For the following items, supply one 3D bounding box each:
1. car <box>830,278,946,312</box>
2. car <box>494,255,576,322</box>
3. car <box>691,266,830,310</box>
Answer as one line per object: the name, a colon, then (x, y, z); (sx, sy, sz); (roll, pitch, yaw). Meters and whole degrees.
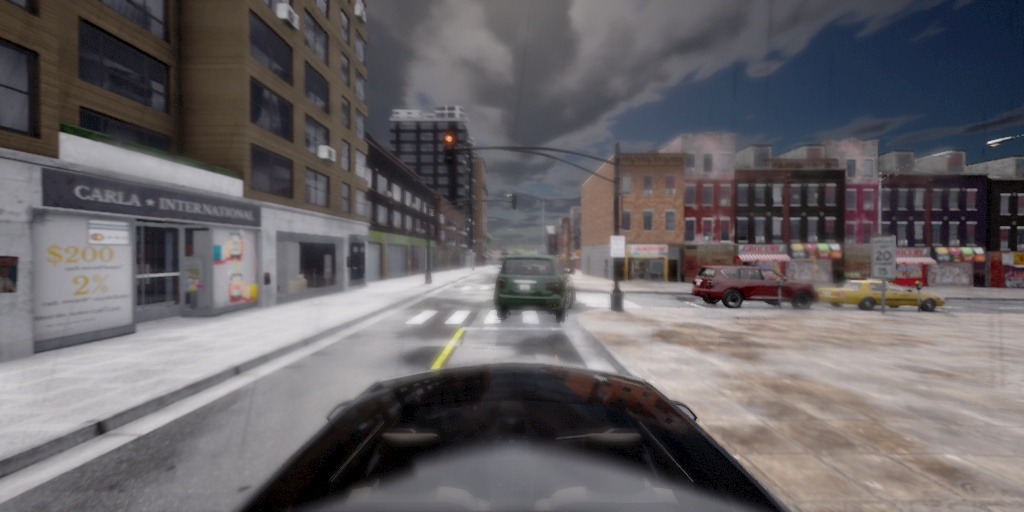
car: (16.509, 1.686, 16.196); (4.829, 1.417, 1.751); (0, 0, 0)
car: (0.984, 1.019, 12.754); (2.150, 2.045, 5.566); (1, -1, 13)
car: (10.794, 1.373, 16.206); (5.009, 1.841, 2.192); (0, 0, 0)
